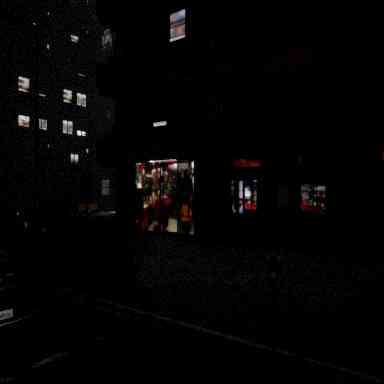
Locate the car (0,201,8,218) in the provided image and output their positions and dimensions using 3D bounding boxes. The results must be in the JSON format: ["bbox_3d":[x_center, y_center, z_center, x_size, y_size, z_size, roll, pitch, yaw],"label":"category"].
[{"bbox_3d":[-14.075,1.350,26.090,2.008,1.369,4.403,1,1,35],"label":"car"}]

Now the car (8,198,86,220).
[{"bbox_3d":[-11.109,1.283,25.834,1.837,1.490,4.892,0,1,35],"label":"car"}]

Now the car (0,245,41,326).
[{"bbox_3d":[-4.505,1.551,6.083,4.403,1.369,2.008,0,0,35],"label":"car"}]

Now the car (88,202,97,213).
[{"bbox_3d":[-10.987,1.250,30.516,1.752,1.417,4.829,1,1,35],"label":"car"}]
